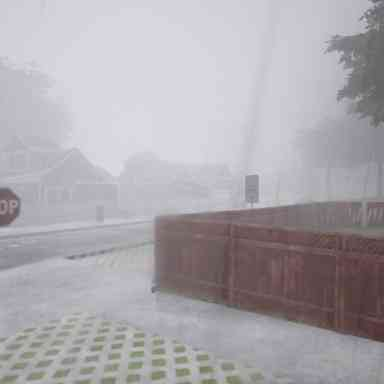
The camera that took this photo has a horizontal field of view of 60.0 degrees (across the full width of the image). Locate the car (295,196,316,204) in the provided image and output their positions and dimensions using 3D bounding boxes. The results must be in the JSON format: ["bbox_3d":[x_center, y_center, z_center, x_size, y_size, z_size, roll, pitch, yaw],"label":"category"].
[{"bbox_3d":[15.611,1.348,45.720,1.837,1.490,4.892,0,0,36],"label":"car"}]
